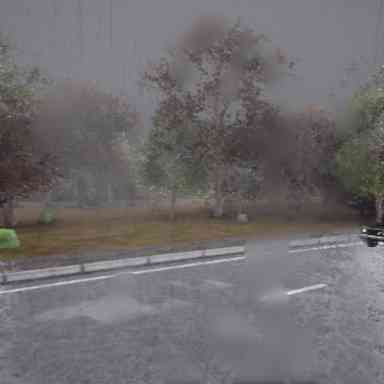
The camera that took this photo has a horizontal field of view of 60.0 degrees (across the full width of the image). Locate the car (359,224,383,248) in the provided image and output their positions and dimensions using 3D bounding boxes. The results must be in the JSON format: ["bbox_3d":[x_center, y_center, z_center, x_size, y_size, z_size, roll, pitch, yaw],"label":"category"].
[{"bbox_3d":[8.916,1.580,13.275,4.718,1.301,1.895,0,0,-28],"label":"car"}]
